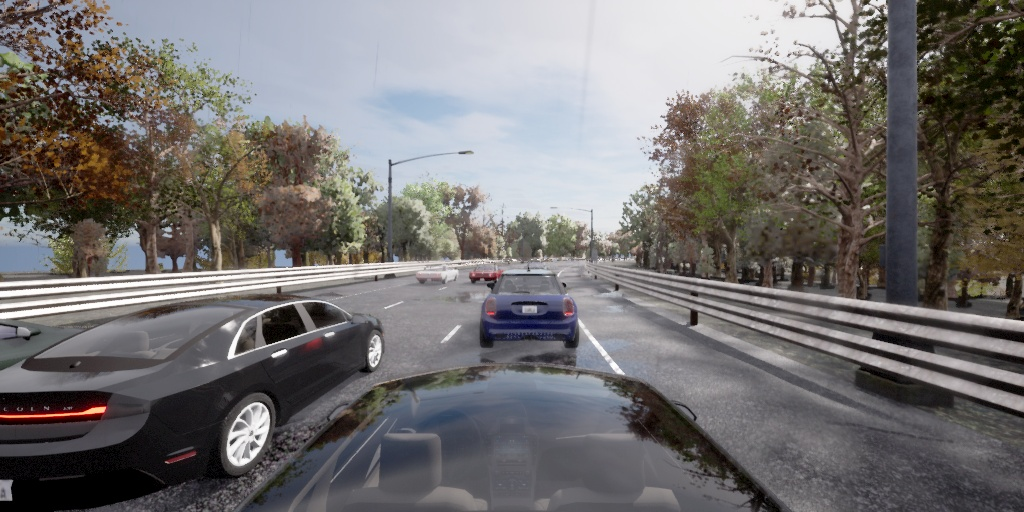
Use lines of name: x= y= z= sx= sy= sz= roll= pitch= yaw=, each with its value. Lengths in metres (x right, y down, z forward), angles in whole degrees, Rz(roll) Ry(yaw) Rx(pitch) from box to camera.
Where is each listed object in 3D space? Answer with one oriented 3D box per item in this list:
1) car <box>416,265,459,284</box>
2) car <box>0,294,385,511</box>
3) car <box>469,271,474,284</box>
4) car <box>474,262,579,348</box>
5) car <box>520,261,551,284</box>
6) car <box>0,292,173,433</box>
car: x=-5.333 y=1.319 z=26.315 sx=1.895 sy=1.301 sz=4.718 roll=0 pitch=0 yaw=6
car: x=-3.286 y=1.252 z=4.722 sx=1.837 sy=1.490 sz=4.892 roll=0 pitch=0 yaw=1
car: x=-1.769 y=1.328 z=26.660 sx=1.895 sy=1.301 sz=4.718 roll=0 pitch=0 yaw=7
car: x=0.392 y=1.098 z=9.362 sx=2.097 sy=1.767 sz=4.553 roll=0 pitch=0 yaw=1
car: x=1.935 y=1.227 z=28.136 sx=2.128 sy=1.511 sz=4.902 roll=0 pitch=0 yaw=7
car: x=-6.803 y=1.311 z=4.020 sx=1.994 sy=1.385 sz=4.181 roll=0 pitch=0 yaw=1
